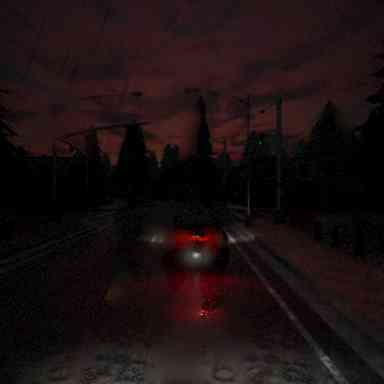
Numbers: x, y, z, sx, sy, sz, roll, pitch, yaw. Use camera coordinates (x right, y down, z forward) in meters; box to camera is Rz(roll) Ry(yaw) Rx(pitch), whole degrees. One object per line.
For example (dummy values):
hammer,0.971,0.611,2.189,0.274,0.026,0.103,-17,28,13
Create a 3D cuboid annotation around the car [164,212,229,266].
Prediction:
car,0.133,1.419,11.154,1.837,1.490,4.892,0,0,0
